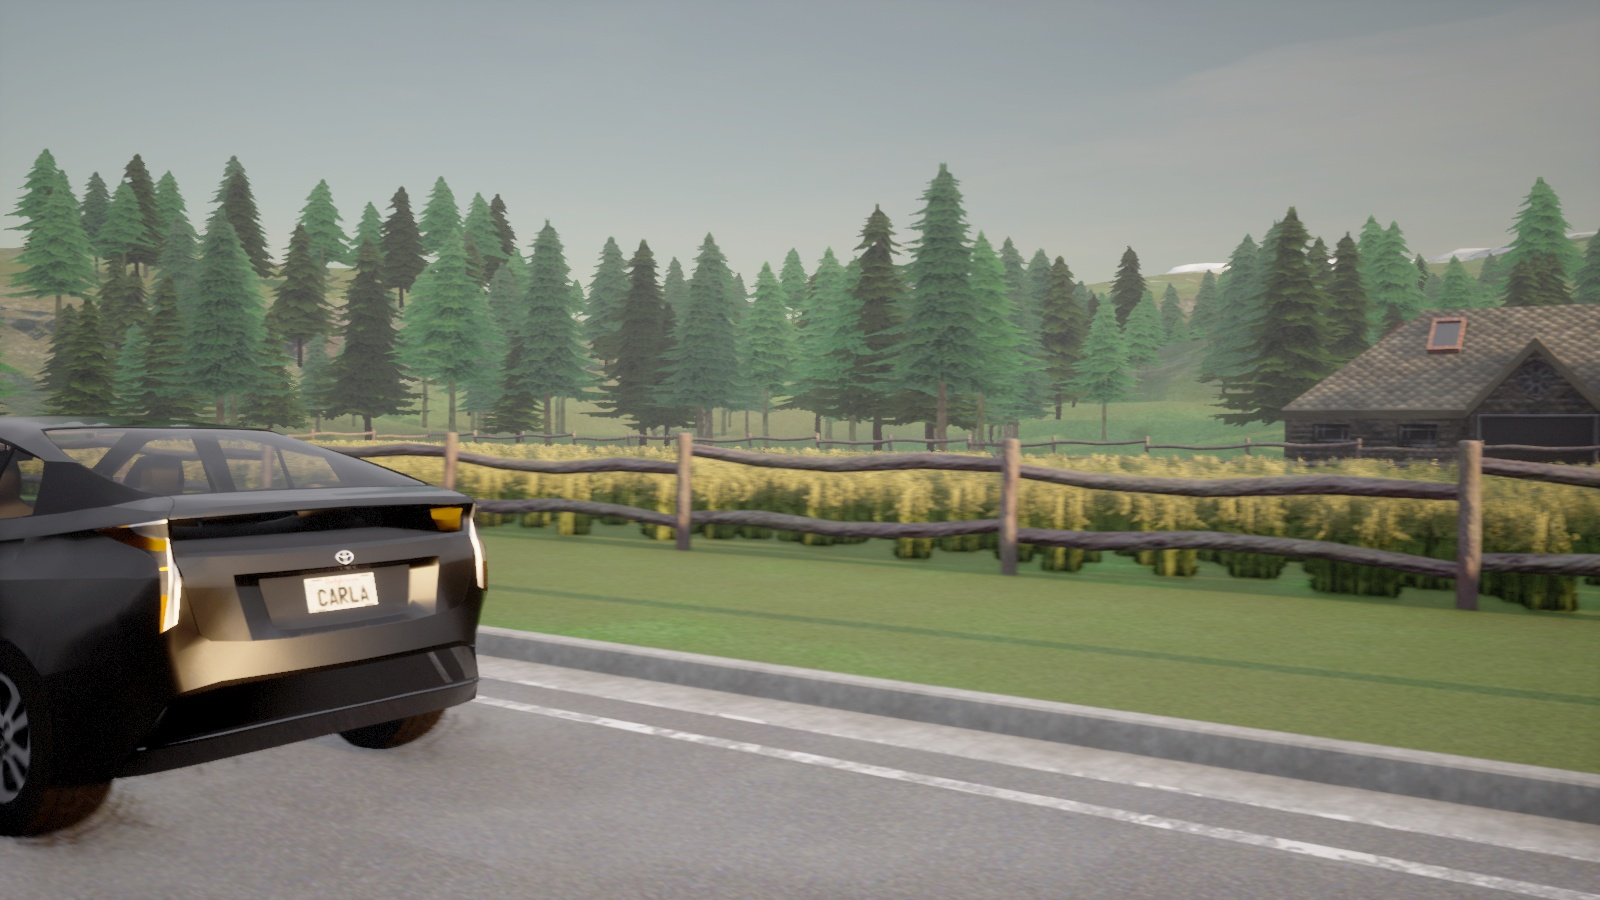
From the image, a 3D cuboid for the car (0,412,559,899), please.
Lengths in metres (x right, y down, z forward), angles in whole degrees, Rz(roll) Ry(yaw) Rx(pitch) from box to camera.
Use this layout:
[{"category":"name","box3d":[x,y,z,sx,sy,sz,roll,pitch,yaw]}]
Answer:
[{"category":"car","box3d":[-3.505,0.628,5.951,4.514,1.525,2.007,0,1,34]}]
